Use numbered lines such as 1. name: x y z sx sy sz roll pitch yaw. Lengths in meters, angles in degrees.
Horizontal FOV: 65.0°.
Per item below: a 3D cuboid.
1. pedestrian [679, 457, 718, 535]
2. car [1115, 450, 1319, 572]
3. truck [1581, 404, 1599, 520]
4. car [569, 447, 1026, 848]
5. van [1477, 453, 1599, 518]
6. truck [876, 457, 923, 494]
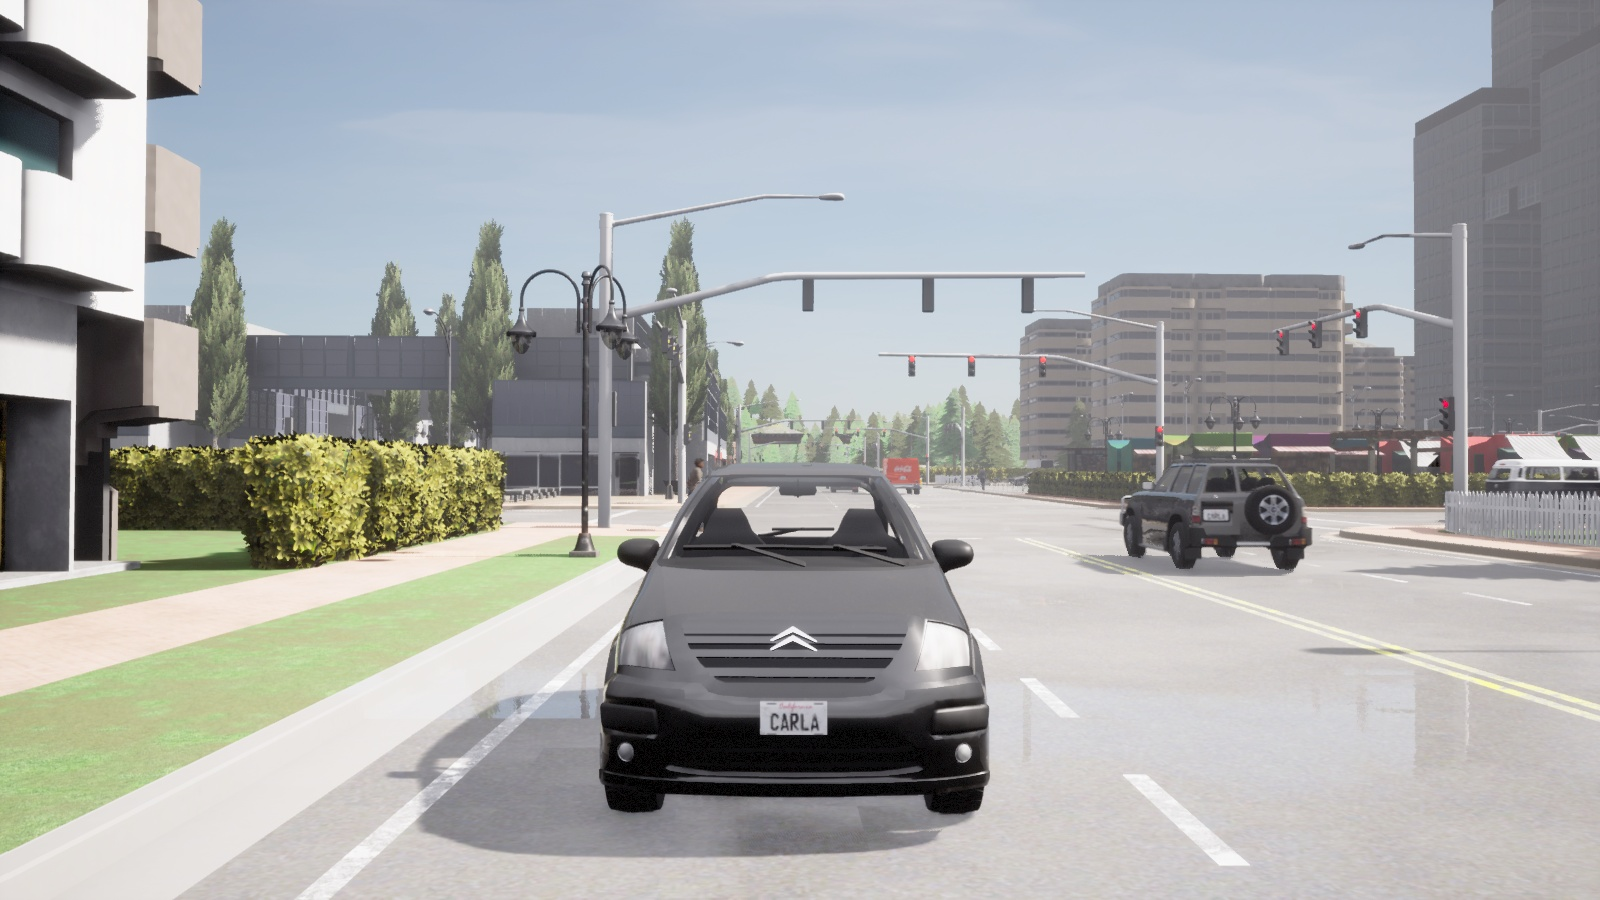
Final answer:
1. pedestrian: -2.381 1.068 29.395 0.869 1.805 0.328 0 -1 -12
2. car: 6.951 0.964 21.489 1.932 1.855 4.605 0 -1 0
3. truck: 28.019 0.343 37.232 7.936 3.462 2.891 0 -1 -2
4. car: -0.017 0.831 7.098 1.851 1.617 3.988 0 -1 0
5. van: 24.694 1.120 40.629 4.480 2.038 2.069 0 -1 -2
6. truck: 6.841 1.754 86.815 2.627 2.467 5.204 0 -1 -2
